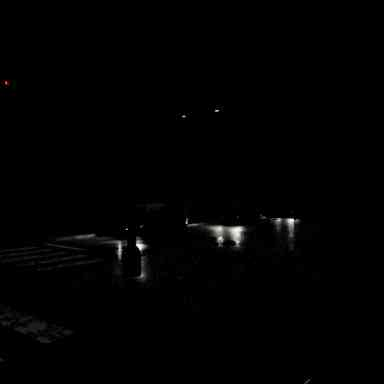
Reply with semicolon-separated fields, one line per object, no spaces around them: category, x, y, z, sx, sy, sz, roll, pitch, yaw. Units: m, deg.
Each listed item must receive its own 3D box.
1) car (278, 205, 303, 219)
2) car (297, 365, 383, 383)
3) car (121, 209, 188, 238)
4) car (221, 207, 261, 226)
car;11.897;2.352;39.941;1.837;1.490;4.892;0;-1;36
car;2.411;1.551;1.232;4.403;1.369;2.008;0;0;36
car;-2.141;1.847;20.255;1.837;1.490;4.892;0;-1;35
car;4.415;2.052;29.463;1.882;1.535;5.008;0;-1;35
